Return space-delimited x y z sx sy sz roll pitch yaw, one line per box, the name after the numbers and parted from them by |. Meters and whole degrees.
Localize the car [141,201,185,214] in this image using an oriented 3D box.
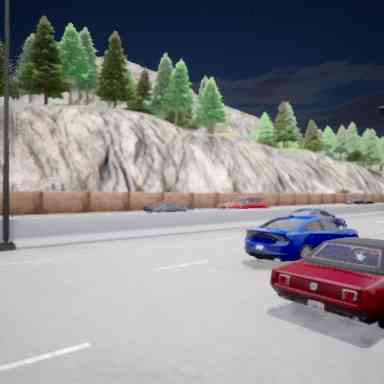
-3.188 1.745 37.658 4.718 1.301 1.895 0 0 -40 | car

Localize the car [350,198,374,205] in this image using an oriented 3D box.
31.981 1.971 62.092 4.718 1.301 1.895 0 0 -40 | car

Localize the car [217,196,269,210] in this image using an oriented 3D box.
4.780 1.368 30.622 5.566 2.045 2.150 1 0 -40 | car

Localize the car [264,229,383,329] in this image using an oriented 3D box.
3.838 1.644 6.996 4.718 1.301 1.895 0 0 -38 | car

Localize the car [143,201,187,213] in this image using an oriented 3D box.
-2.570 1.694 33.625 4.181 1.385 1.994 0 0 -40 | car

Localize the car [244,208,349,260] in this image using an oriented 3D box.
3.967 1.540 11.606 5.008 1.535 1.882 0 0 -39 | car

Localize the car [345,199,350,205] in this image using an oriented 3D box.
32.879 1.926 67.379 4.902 1.511 2.128 0 0 -40 | car
